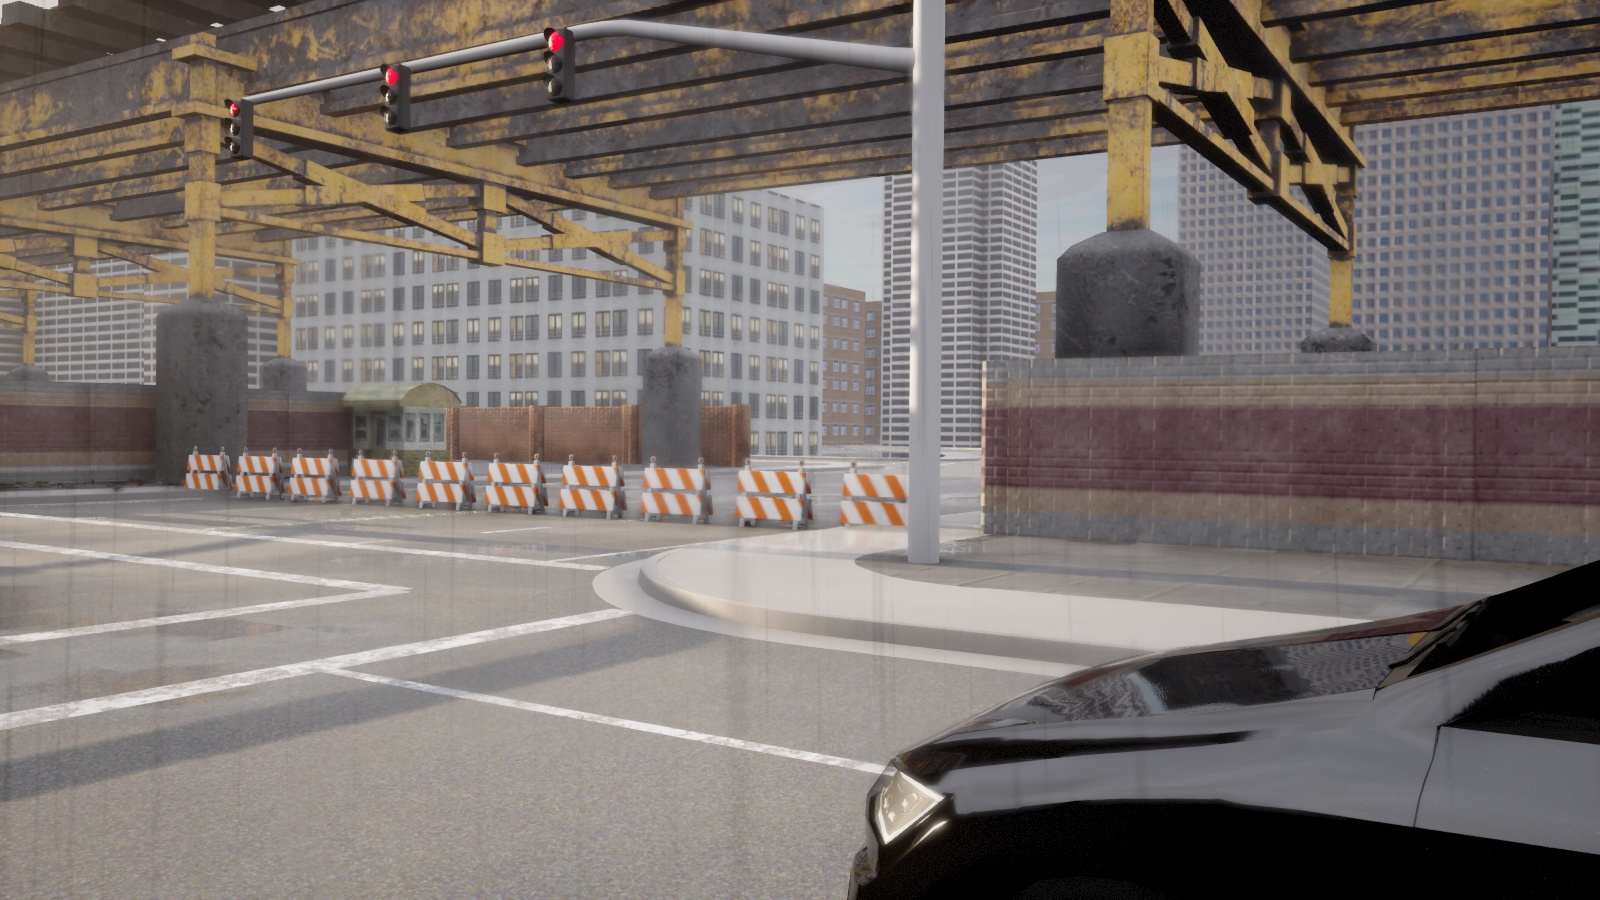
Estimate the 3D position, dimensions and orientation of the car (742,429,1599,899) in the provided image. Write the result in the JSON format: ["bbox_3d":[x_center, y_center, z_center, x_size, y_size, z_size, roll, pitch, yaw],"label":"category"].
[{"bbox_3d":[2.136,0.696,2.204,4.193,1.474,1.816,0,1,34],"label":"car"}]
